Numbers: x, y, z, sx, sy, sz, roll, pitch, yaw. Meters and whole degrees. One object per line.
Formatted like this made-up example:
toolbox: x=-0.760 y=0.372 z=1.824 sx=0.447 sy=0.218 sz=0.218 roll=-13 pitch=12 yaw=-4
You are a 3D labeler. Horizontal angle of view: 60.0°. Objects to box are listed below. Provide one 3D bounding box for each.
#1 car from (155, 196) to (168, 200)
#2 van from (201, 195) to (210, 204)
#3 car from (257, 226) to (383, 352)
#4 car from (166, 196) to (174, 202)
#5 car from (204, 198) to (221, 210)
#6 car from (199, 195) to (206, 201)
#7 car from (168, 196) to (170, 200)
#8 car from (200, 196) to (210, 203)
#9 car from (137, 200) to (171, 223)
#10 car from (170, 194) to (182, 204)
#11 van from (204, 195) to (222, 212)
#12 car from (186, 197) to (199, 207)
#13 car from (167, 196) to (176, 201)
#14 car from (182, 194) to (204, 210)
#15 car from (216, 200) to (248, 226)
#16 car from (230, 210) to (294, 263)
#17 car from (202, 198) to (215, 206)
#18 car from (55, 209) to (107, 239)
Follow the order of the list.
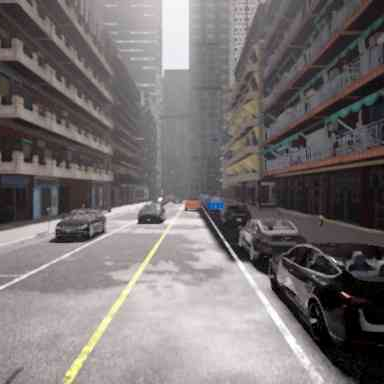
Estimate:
car: x=-5.621 y=1.659 z=56.663 sx=1.947 sy=1.339 sz=4.313 roll=-1 pitch=0 yaw=0
van: x=2.772 y=1.454 z=67.827 sx=1.690 sy=1.788 sz=3.998 roll=-1 pitch=0 yaw=0
car: x=2.689 y=1.576 z=6.205 sx=1.947 sy=1.339 sz=4.313 roll=-1 pitch=0 yaw=0
car: x=-5.581 y=1.711 z=84.673 sx=1.947 sy=1.339 sz=4.313 roll=-1 pitch=0 yaw=0
car: x=2.744 y=1.624 z=45.419 sx=2.008 sy=1.369 sz=4.403 roll=-1 pitch=0 yaw=0
car: x=2.807 y=1.681 z=90.405 sx=1.752 sy=1.417 sz=4.829 roll=-1 pitch=0 yaw=0
car: x=-5.613 y=1.648 z=62.266 sx=1.887 sy=1.381 sz=4.507 roll=-1 pitch=0 yaw=0
car: x=2.784 y=1.674 z=73.430 sx=2.008 sy=1.369 sz=4.403 roll=-1 pitch=0 yaw=0
car: x=-3.061 y=1.589 z=26.269 sx=2.033 sy=1.411 sz=5.357 roll=0 pitch=0 yaw=0
car: x=-2.908 y=1.637 z=67.665 sx=1.812 sy=1.442 sz=4.674 roll=0 pitch=0 yaw=0
van: x=2.733 y=1.405 z=39.818 sx=1.690 sy=1.788 sz=3.998 roll=-1 pitch=0 yaw=0
car: x=0.075 y=1.591 z=52.545 sx=1.837 sy=1.490 sz=4.892 roll=0 pitch=0 yaw=0
car: x=-5.573 y=1.706 z=90.276 sx=2.008 sy=1.369 sz=4.403 roll=-1 pitch=0 yaw=0
car: x=0.123 y=1.423 z=43.241 sx=2.097 sy=1.767 sz=4.553 roll=0 pitch=0 yaw=0
car: x=3.034 y=1.543 z=23.821 sx=1.837 sy=1.490 sz=4.892 roll=0 pitch=0 yaw=0
car: x=2.696 y=1.569 z=11.808 sx=2.008 sy=1.369 sz=4.403 roll=-1 pitch=0 yaw=0
car: x=2.760 y=1.659 z=56.623 sx=1.947 sy=1.339 sz=4.313 roll=-1 pitch=0 yaw=0
car: x=-5.676 y=1.579 z=17.450 sx=2.008 sy=1.369 sz=4.403 roll=-1 pitch=0 yaw=0
